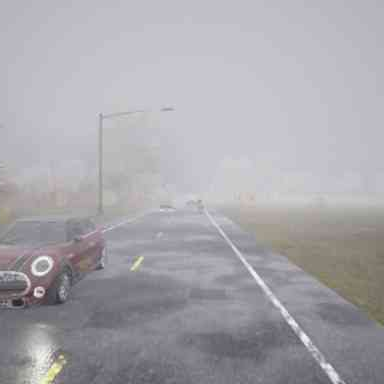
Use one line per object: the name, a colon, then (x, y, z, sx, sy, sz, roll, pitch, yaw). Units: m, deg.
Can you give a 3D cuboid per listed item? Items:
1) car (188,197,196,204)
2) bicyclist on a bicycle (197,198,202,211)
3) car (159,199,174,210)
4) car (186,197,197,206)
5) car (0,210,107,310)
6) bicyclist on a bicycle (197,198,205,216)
car: (-0.044, 1.843, 75.789, 1.812, 1.442, 4.674, 0, 0, 0)
bicyclist on a bicycle: (0.937, 1.648, 42.889, 0.582, 1.620, 1.656, 0, -1, 0)
car: (-3.607, 1.764, 48.109, 2.033, 1.411, 5.357, 0, 0, 0)
car: (0.003, 1.788, 60.299, 1.812, 1.442, 4.674, 0, 0, 1)
car: (-3.604, 1.393, 8.134, 2.097, 1.767, 4.553, 0, 0, 0)
bicyclist on a bicycle: (0.957, 1.591, 33.041, 0.866, 1.612, 1.509, 0, 0, 0)
